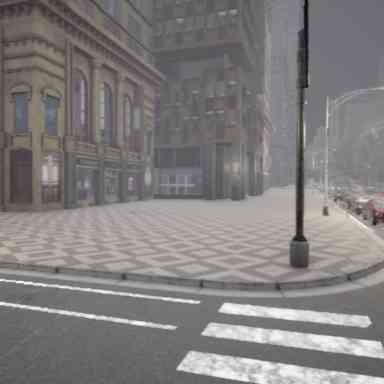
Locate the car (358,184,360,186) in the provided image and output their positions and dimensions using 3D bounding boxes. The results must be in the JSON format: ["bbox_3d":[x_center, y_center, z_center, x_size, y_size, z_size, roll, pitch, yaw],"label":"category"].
[{"bbox_3d":[38.247,-0.491,73.094,1.947,1.339,4.313,2,2,19],"label":"car"}]

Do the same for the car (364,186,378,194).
[{"bbox_3d":[36.513,-0.373,68.012,1.752,1.417,4.829,2,2,19],"label":"car"}]

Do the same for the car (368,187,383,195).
[{"bbox_3d":[34.667,-0.164,62.612,1.947,1.339,4.313,2,2,19],"label":"car"}]

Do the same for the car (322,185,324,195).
[{"bbox_3d":[22.962,-0.009,54.712,1.752,1.417,4.829,2,2,19],"label":"car"}]

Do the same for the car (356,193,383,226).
[{"bbox_3d":[10.488,1.008,18.183,1.887,1.381,4.507,1,2,19],"label":"car"}]

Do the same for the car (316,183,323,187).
[{"bbox_3d":[31.966,-0.784,81.079,1.947,1.339,4.313,2,2,19],"label":"car"}]

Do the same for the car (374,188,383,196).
[{"bbox_3d":[32.877,-0.004,57.370,1.947,1.339,4.313,2,2,19],"label":"car"}]

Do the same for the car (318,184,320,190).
[{"bbox_3d":[28.387,-0.454,70.598,1.947,1.339,4.313,2,2,19],"label":"car"}]

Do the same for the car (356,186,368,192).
[{"bbox_3d":[40.093,-0.702,78.495,1.752,1.417,4.829,2,2,19],"label":"car"}]

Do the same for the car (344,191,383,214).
[{"bbox_3d":[12.277,0.879,23.424,2.008,1.369,4.403,1,2,19],"label":"car"}]

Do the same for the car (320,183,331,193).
[{"bbox_3d":[24.809,-0.256,60.111,1.967,1.590,4.097,2,2,19],"label":"car"}]

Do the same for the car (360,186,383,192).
[{"bbox_3d":[18.207,0.460,32.487,2.097,1.767,4.553,1,2,19],"label":"car"}]

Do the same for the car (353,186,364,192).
[{"bbox_3d":[41.883,-0.869,83.735,1.752,1.417,4.829,2,2,19],"label":"car"}]

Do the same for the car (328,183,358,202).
[{"bbox_3d":[17.650,0.226,39.142,2.192,1.841,5.009,1,2,19],"label":"car"}]

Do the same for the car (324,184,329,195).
[{"bbox_3d":[21.229,0.054,49.629,1.967,1.590,4.097,2,2,19],"label":"car"}]

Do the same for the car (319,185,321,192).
[{"bbox_3d":[26.597,-0.275,65.357,1.802,1.307,4.206,2,2,19],"label":"car"}]

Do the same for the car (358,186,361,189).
[{"bbox_3d":[23.013,0.250,46.359,1.812,1.442,4.674,1,2,19],"label":"car"}]

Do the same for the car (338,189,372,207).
[{"bbox_3d":[14.067,0.737,28.666,1.887,1.381,4.507,1,2,19],"label":"car"}]
